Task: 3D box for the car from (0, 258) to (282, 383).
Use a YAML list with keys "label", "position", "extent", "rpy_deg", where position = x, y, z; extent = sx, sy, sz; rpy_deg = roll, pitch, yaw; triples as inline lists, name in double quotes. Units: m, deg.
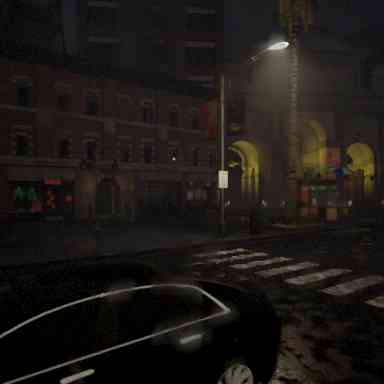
- label: "car"
  position: [-1.257, 1.505, 3.068]
  extent: [4.892, 1.490, 1.837]
  rpy_deg: [0, 0, -35]
